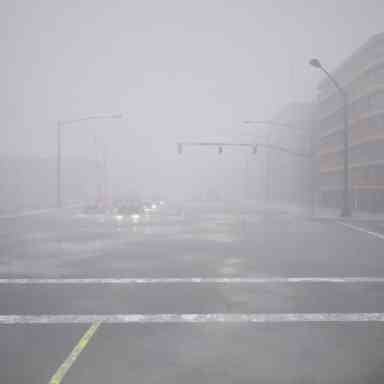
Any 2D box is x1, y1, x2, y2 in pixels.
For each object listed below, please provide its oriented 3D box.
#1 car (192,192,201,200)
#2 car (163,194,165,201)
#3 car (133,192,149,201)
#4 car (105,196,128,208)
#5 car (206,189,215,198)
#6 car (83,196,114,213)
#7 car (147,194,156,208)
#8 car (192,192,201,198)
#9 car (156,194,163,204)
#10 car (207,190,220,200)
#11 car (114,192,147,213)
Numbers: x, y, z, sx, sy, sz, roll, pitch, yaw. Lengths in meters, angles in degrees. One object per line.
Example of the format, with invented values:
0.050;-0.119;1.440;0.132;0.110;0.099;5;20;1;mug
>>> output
0.899;0.959;65.802;1.895;1.301;4.718;0;1;0;car
-6.167;1.012;62.824;1.895;1.301;4.718;0;1;1;car
-9.661;0.896;63.214;2.128;1.511;4.902;0;1;1;car
-9.780;1.314;43.519;1.994;1.385;4.181;0;1;0;car
4.437;0.425;75.928;2.150;2.045;5.566;0;1;0;car
-9.811;1.225;34.876;2.097;1.767;4.553;0;1;0;car
-6.281;1.277;43.414;1.812;1.442;4.674;0;1;0;car
0.934;0.649;75.778;2.033;1.411;5.357;0;1;0;car
-6.242;1.080;52.695;2.128;1.511;4.902;0;1;0;car
4.500;0.919;65.945;1.994;1.385;4.181;0;1;0;car
-6.313;1.226;34.531;2.097;1.767;4.553;0;1;0;car
